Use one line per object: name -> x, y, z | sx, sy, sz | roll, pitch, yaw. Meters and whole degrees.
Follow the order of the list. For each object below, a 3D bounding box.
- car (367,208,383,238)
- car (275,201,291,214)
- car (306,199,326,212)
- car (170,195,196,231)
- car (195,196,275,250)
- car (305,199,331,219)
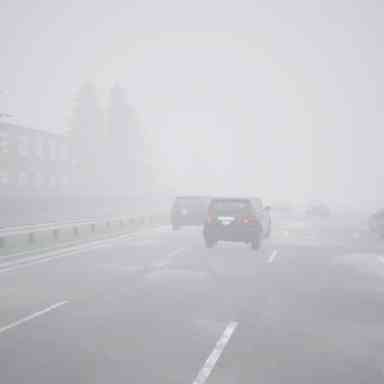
car -> 10.477, 1.547, 17.219 | 2.033, 1.411, 5.357 | 0, 0, 20
car -> 9.653, 1.601, 35.828 | 1.895, 1.301, 4.718 | 0, 0, 20
car -> 14.647, 1.564, 39.398 | 1.994, 1.385, 4.181 | 0, 0, 18
car -> 0.499, 1.223, 20.495 | 2.150, 2.045, 5.566 | 0, 0, 20
car -> 2.157, 1.221, 14.706 | 2.150, 2.045, 5.566 | 0, 0, 20
car -> 11.182, 1.526, 29.685 | 1.812, 1.442, 4.674 | 0, 0, 20
